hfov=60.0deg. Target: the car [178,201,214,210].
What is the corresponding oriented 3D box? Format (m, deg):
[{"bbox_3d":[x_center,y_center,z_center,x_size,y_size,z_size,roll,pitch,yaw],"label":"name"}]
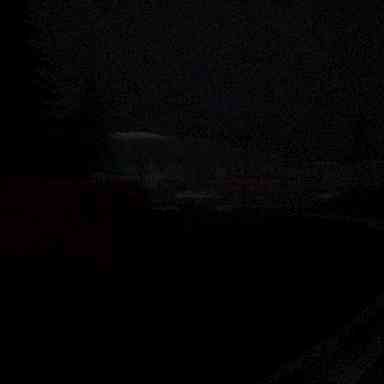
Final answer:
[{"bbox_3d":[0.644,2.134,51.434,5.357,1.411,2.033,0,-1,13],"label":"car"}]
